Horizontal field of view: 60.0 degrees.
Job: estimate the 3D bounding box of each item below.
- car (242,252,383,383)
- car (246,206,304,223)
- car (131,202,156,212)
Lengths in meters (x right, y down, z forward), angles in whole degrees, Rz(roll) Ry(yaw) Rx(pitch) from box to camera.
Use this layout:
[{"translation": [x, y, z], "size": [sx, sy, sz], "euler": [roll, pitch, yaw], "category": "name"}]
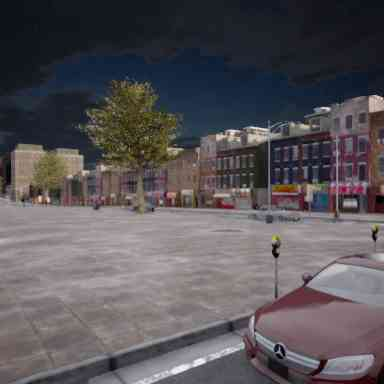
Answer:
[{"translation": [2.596, 1.581, 4.653], "size": [4.206, 1.307, 1.802], "euler": [0, 0, -35], "category": "car"}, {"translation": [6.738, 1.788, 27.374], "size": [1.895, 1.301, 4.718], "euler": [0, -1, -36], "category": "car"}, {"translation": [-6.826, 2.072, 46.362], "size": [1.837, 1.490, 4.892], "euler": [0, -2, -35], "category": "car"}]
